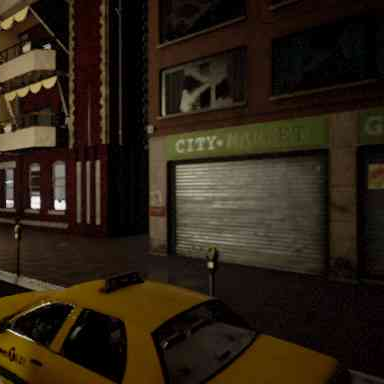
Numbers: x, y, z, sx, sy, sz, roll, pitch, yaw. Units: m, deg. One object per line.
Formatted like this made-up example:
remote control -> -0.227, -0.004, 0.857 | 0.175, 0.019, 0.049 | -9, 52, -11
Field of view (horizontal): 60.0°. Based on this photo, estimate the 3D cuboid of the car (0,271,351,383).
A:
car -> -0.927, 1.527, 3.536 | 4.829, 1.417, 1.752 | 0, 0, 35
